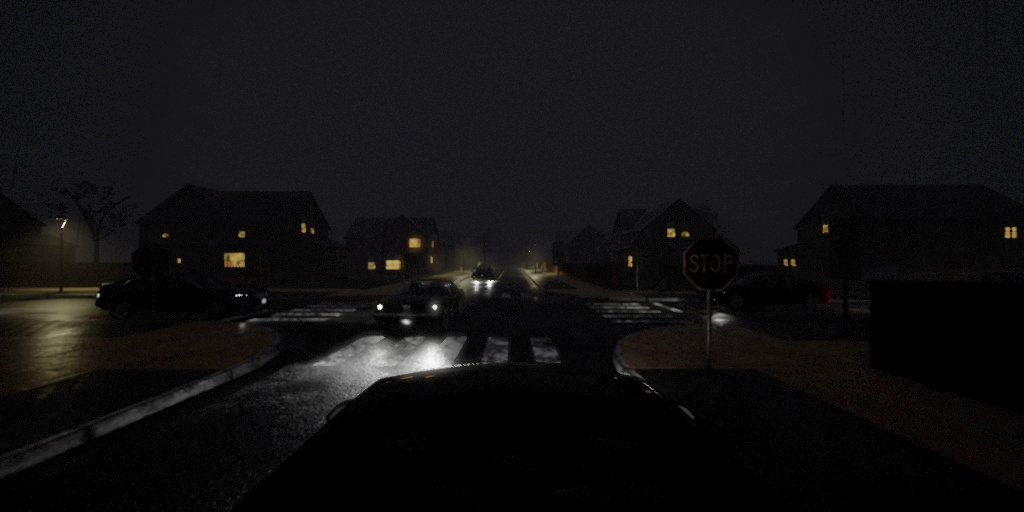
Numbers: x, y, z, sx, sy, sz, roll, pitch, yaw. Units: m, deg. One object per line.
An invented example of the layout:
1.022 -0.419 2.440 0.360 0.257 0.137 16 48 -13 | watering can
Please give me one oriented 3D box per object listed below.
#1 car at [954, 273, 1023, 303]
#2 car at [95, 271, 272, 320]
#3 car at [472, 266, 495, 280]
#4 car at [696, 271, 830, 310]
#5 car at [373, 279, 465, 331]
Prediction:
20.761 1.469 15.202 4.902 1.511 2.128 0 0 0 | car
-11.038 1.280 12.287 4.902 1.511 2.128 0 0 -3 | car
-2.745 1.621 34.978 1.994 1.385 4.181 0 -1 0 | car
10.465 1.393 15.139 5.008 1.535 1.882 0 0 -2 | car
-2.745 1.429 11.552 1.895 1.301 4.718 0 0 0 | car
